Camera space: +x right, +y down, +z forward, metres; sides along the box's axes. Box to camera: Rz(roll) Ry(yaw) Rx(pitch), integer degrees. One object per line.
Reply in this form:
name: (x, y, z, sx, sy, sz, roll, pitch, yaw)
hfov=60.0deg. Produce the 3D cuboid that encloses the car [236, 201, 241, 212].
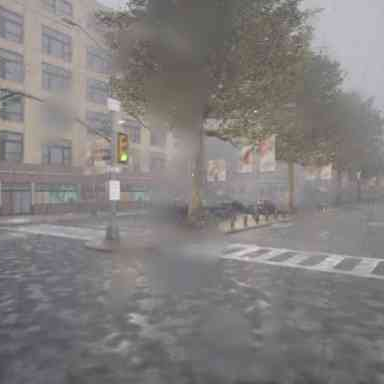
car: (4.162, 1.572, 36.999, 1.994, 1.385, 4.181, 0, 0, 36)

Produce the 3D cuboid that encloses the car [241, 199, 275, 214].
car: (7.358, 1.532, 35.449, 1.812, 1.442, 4.674, 0, 0, 35)

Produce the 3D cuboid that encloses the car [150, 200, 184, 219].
car: (-1.608, 1.499, 28.865, 2.128, 1.511, 4.902, 0, 0, 35)

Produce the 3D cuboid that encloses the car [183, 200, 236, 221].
car: (1.519, 1.570, 27.241, 1.994, 1.385, 4.181, 0, 0, 35)
